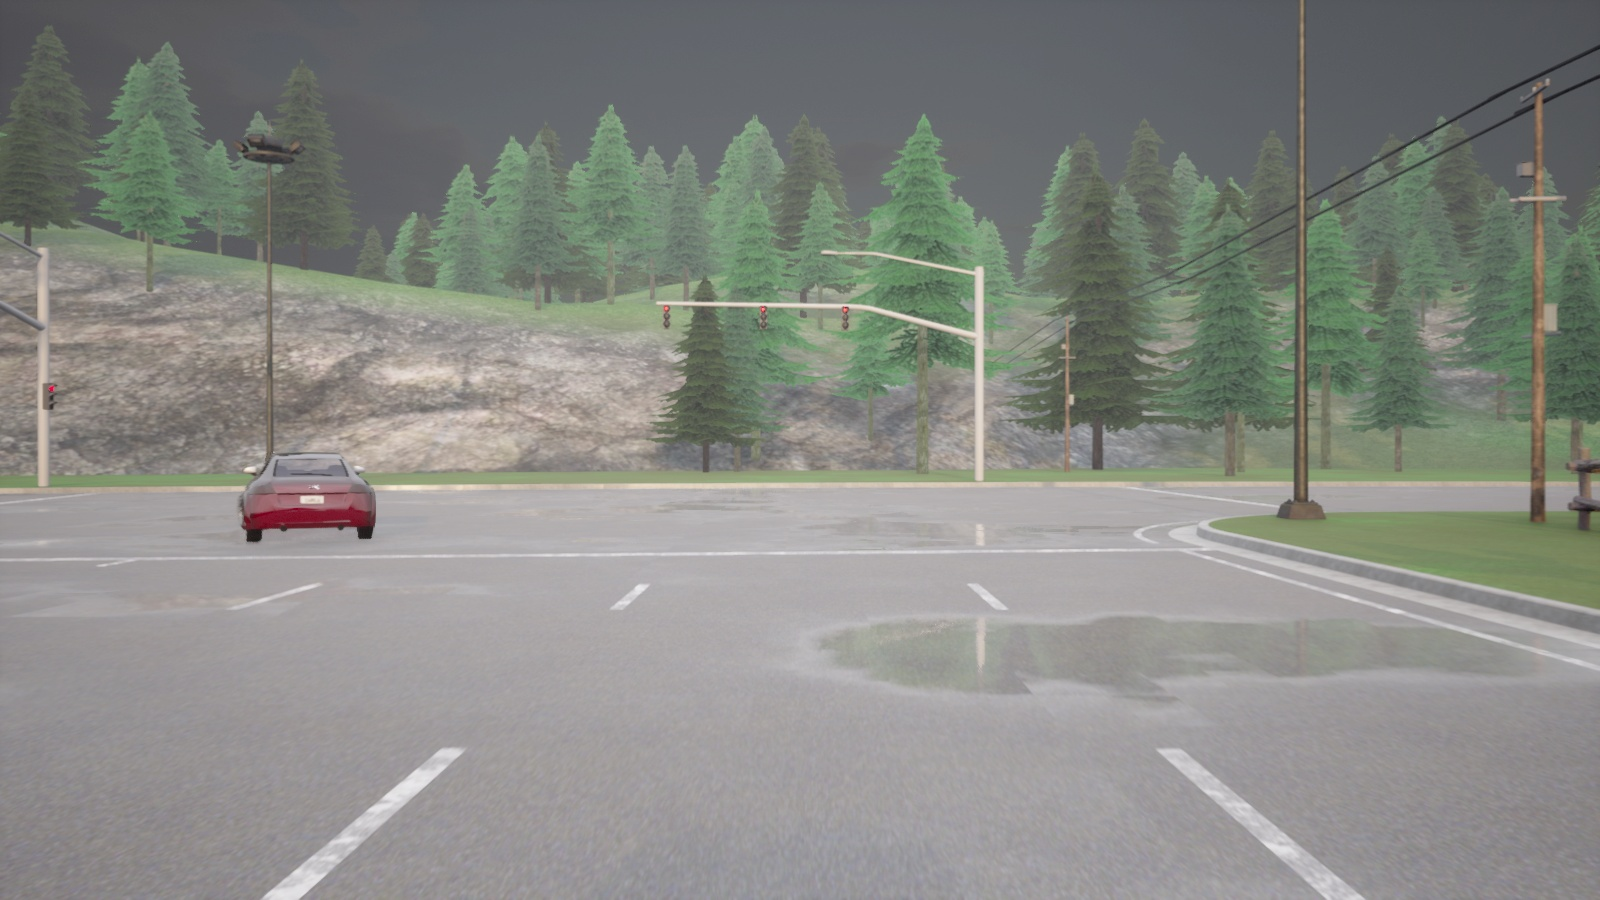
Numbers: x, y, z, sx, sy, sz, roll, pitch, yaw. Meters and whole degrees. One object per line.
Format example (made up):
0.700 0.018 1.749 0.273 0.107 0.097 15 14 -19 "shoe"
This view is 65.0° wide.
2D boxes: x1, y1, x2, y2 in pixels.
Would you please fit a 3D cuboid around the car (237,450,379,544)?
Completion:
-8.370 0.711 21.151 1.994 1.385 4.181 0 0 -25 "car"
